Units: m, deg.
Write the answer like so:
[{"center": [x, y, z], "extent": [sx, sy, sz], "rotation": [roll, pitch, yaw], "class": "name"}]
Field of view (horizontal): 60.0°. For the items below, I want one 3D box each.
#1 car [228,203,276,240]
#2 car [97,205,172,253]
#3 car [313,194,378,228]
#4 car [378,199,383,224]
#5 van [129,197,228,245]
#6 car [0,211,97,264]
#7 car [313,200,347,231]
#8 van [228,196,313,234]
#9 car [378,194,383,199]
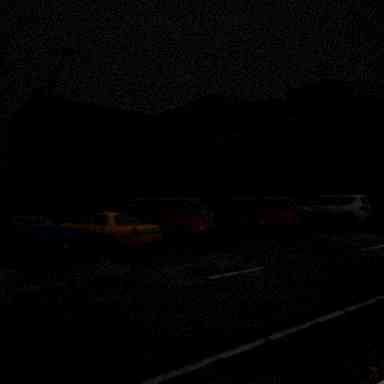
[{"center": [1.454, 1.489, 16.956], "extent": [4.792, 1.488, 2.163], "rotation": [-1, -1, 35], "class": "car"}, {"center": [-3.625, 1.459, 13.606], "extent": [5.366, 1.575, 1.946], "rotation": [-1, -1, 35], "class": "car"}, {"center": [8.883, 1.206, 22.080], "extent": [5.566, 2.045, 2.435], "rotation": [-1, -1, 35], "class": "car"}, {"center": [11.383, 1.456, 23.774], "extent": [5.008, 1.535, 2.097], "rotation": [-1, -1, 35], "class": "car"}, {"center": [-0.900, 1.232, 15.164], "extent": [4.442, 1.987, 1.878], "rotation": [-1, -1, 35], "class": "van"}, {"center": [-5.943, 1.460, 11.784], "extent": [5.008, 1.535, 2.097], "rotation": [-1, -1, 35], "class": "car"}, {"center": [6.434, 1.458, 20.363], "extent": [5.008, 1.535, 2.097], "rotation": [-1, -1, 35], "class": "car"}, {"center": [4.055, 1.231, 18.592], "extent": [4.442, 1.987, 1.878], "rotation": [-1, -1, 35], "class": "van"}, {"center": [13.831, 1.205, 25.490], "extent": [5.566, 2.045, 2.435], "rotation": [-1, -1, 35], "class": "car"}]
